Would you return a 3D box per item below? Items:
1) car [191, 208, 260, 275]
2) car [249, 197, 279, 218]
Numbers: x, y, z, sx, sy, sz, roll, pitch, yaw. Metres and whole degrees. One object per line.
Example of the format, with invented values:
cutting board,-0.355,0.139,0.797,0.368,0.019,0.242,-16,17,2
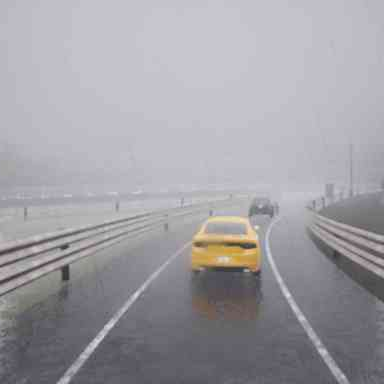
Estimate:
car,1.179,1.544,10.863,1.882,1.535,5.008,0,0,9
car,6.596,1.256,30.100,2.097,1.767,4.553,0,1,22
